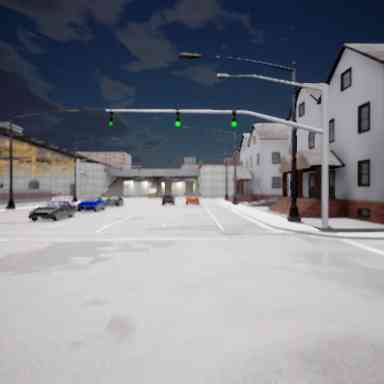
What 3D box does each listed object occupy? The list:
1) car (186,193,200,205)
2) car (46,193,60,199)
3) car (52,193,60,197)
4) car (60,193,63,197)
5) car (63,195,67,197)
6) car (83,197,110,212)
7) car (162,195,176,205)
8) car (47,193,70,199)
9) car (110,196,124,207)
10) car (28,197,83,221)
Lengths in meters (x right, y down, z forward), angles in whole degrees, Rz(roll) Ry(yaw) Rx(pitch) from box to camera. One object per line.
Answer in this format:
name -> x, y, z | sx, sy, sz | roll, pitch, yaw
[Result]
car -> 0.097, 1.012, 52.113 | 2.097, 1.767, 4.553 | 0, 0, 0
car -> -31.717, 0.855, 75.761 | 1.853, 1.218, 4.536 | 0, 0, -36
car -> -31.675, 1.042, 71.112 | 2.038, 1.542, 4.974 | 0, 1, 44
car -> -31.686, 1.013, 75.720 | 2.038, 1.542, 4.974 | 0, 0, -36
car -> -32.501, 0.822, 81.040 | 1.853, 1.218, 4.536 | 0, 0, 29
car -> -10.600, 1.263, 35.508 | 1.882, 1.535, 5.008 | 0, 0, 0
car -> -3.504, 1.185, 50.018 | 1.837, 1.490, 4.892 | 0, 0, 0
car -> -32.476, 0.979, 81.087 | 2.038, 1.542, 4.974 | 0, 0, 29
car -> -10.591, 1.245, 45.783 | 1.812, 1.442, 4.674 | 0, 0, 0
car -> -10.603, 1.396, 25.786 | 2.033, 1.411, 5.357 | 0, 0, 0
